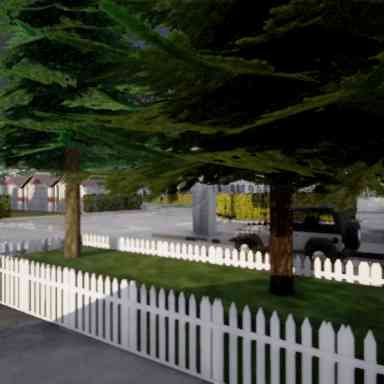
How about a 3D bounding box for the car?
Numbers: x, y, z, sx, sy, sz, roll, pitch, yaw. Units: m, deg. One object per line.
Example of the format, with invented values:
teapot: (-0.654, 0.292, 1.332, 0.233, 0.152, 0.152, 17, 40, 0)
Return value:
car: (3.284, 1.326, 10.773, 3.866, 1.878, 1.905, 0, 0, 35)
